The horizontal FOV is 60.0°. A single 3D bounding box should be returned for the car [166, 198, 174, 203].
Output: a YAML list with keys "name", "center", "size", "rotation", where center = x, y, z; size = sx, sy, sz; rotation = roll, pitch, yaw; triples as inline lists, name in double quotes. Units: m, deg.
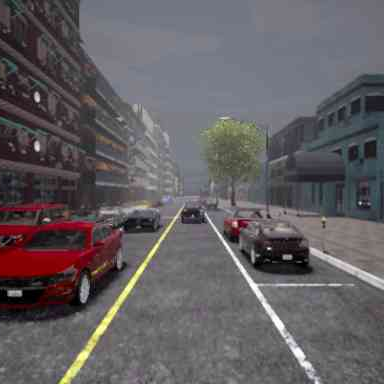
- name: "car"
  center: [-5.729, 2.095, 85.581]
  size: [1.802, 1.307, 4.206]
  rotation: [0, 0, 0]

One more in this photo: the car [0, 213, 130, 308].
- name: "car"
  center: [-3.060, 1.518, 8.291]
  size: [1.882, 1.535, 5.008]
  rotation: [0, -1, 0]

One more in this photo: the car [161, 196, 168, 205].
- name: "car"
  center: [-5.717, 1.884, 57.097]
  size: [1.947, 1.339, 4.313]
  rotation: [0, 0, 0]

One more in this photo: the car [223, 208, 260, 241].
- name: "car"
  center: [2.680, 1.527, 17.223]
  size: [1.967, 1.590, 4.097]
  rotation: [0, 0, 0]

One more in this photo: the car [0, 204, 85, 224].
- name: "car"
  center: [-5.698, 1.372, 11.525]
  size: [2.192, 1.841, 5.009]
  rotation: [0, 0, 0]

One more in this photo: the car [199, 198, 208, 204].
- name: "car"
  center: [2.654, 2.039, 79.884]
  size: [1.947, 1.339, 4.313]
  rotation: [0, 0, 0]

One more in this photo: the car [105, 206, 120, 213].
- name: "car"
  center: [-5.703, 1.668, 22.917]
  size: [2.008, 1.369, 4.403]
  rotation: [0, 0, 0]

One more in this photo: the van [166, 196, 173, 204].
- name: "van"
  center: [-5.726, 1.774, 74.189]
  size: [1.690, 1.788, 3.998]
  rotation: [0, 0, 0]

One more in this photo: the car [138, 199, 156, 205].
- name: "car"
  center: [-5.710, 1.739, 39.838]
  size: [1.752, 1.417, 4.829]
  rotation: [0, 0, 0]

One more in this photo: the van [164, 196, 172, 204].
- name: "van"
  center: [-5.728, 1.814, 79.885]
  size: [1.690, 1.788, 3.998]
  rotation: [0, 0, 0]

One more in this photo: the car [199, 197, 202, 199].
- name: "car"
  center: [0.080, 1.816, 46.520]
  size: [1.994, 1.385, 4.181]
  rotation: [0, 0, 0]

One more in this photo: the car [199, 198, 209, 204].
- name: "car"
  center: [2.656, 1.978, 74.188]
  size: [1.887, 1.381, 4.507]
  rotation: [0, 0, 0]

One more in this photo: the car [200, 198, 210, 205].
- name: "car"
  center: [2.658, 1.976, 68.491]
  size: [1.802, 1.307, 4.206]
  rotation: [0, 0, 0]

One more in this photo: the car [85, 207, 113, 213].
- name: "car"
  center: [-5.700, 1.652, 17.221]
  size: [1.947, 1.339, 4.313]
  rotation: [0, 0, 0]

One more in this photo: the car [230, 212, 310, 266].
- name: "car"
  center: [2.683, 1.608, 11.526]
  size: [2.008, 1.369, 4.403]
  rotation: [0, 0, 0]

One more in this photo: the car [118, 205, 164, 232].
- name: "car"
  center: [-3.067, 1.710, 21.241]
  size: [1.895, 1.301, 4.718]
  rotation: [0, 0, 0]

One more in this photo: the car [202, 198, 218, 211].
- name: "car"
  center: [2.669, 1.799, 45.706]
  size: [2.008, 1.369, 4.403]
  rotation: [0, 0, 0]

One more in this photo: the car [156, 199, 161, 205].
- name: "car"
  center: [-5.712, 1.792, 45.705]
  size: [1.887, 1.381, 4.507]
  rotation: [0, 0, 0]

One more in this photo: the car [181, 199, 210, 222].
- name: "car"
  center: [0.083, 1.634, 27.552]
  size: [2.128, 1.511, 4.902]
  rotation: [0, 0, 0]
